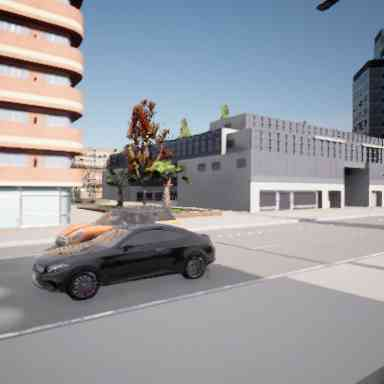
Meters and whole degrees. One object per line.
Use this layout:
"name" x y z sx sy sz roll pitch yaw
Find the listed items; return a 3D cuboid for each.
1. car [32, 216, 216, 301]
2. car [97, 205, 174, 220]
"car" -1.478 1.529 8.464 4.674 1.442 1.812 0 0 -35
"car" -2.489 1.357 12.041 4.553 1.767 2.097 0 0 -35
